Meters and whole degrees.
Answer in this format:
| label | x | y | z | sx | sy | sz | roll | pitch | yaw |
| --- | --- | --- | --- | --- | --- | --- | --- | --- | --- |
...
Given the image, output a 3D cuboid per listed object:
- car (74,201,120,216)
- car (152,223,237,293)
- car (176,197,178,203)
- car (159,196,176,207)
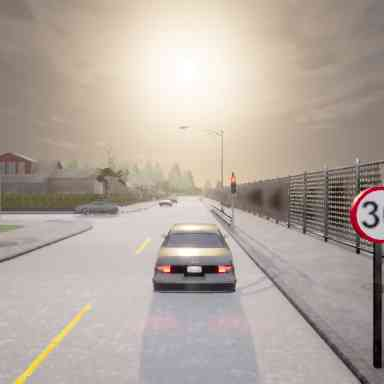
| label | x | y | z | sx | sy | sz | roll | pitch | yaw |
| --- | --- | --- | --- | --- | --- | --- | --- | --- | --- |
| car | -9.056 | 1.564 | 31.880 | 4.181 | 1.385 | 1.994 | 0 | 0 | -15 |
| car | 0.070 | 1.547 | 8.967 | 2.033 | 1.411 | 5.357 | 0 | 0 | 1 |
| car | -3.907 | 1.478 | 66.212 | 1.882 | 1.535 | 5.008 | 0 | 0 | 1 |
| car | -4.000 | 1.547 | 51.808 | 2.033 | 1.411 | 5.357 | 0 | 0 | 0 |
